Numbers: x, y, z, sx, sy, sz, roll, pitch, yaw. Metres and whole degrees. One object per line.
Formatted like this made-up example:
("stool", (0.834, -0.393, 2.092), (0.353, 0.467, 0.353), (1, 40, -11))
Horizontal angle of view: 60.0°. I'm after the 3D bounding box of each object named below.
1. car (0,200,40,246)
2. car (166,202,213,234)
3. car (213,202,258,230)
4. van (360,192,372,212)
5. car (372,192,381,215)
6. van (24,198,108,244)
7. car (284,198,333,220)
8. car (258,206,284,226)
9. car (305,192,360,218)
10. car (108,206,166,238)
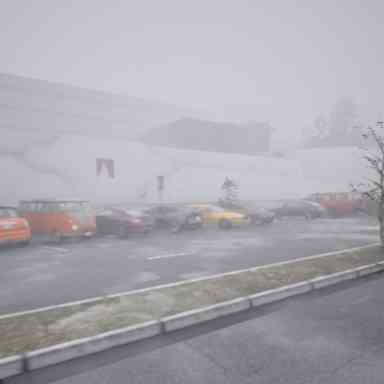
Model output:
("car", (-8.817, 1.369, 13.979), (4.553, 1.767, 2.185), (-1, -1, 34))
("car", (-1.573, 1.501, 19.205), (4.792, 1.488, 2.163), (-1, 0, 35))
("car", (1.041, 1.445, 20.824), (5.366, 1.575, 1.946), (-1, -1, 35))
("van", (13.134, 1.067, 29.521), (4.442, 1.987, 1.878), (-1, -1, 35))
("car", (15.491, 1.003, 31.302), (5.566, 2.045, 2.435), (-1, -1, 35))
("van", (-6.307, 1.265, 15.672), (4.442, 1.987, 1.878), (-1, -1, 35))
("car", (8.180, 1.408, 26.116), (4.674, 1.452, 2.002), (-1, 0, 35))
("car", (3.342, 1.457, 22.640), (4.792, 1.488, 2.163), (-1, -1, 35))
("car", (10.578, 1.083, 27.865), (5.566, 2.045, 2.435), (-1, 0, 35))
("car", (-3.976, 1.522, 17.455), (4.674, 1.452, 2.002), (-1, 0, 35))
